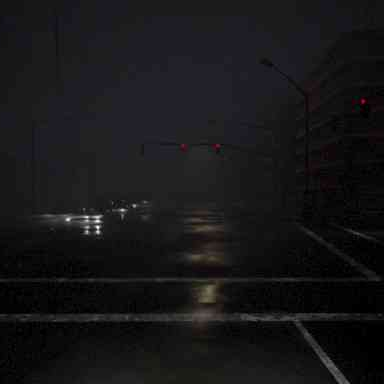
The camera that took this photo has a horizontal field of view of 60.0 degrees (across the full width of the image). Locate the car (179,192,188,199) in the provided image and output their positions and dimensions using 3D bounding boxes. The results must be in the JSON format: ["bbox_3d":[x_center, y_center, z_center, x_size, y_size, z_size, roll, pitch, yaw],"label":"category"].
[{"bbox_3d":[-1.887,0.742,75.821,2.033,1.411,5.357,0,1,1],"label":"car"}]

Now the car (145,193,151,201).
[{"bbox_3d":[-9.086,0.948,63.513,2.033,1.411,5.357,0,1,1],"label":"car"}]

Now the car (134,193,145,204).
[{"bbox_3d":[-9.274,1.132,52.978,2.033,1.411,5.357,0,1,1],"label":"car"}]

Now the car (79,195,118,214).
[{"bbox_3d":[-9.515,1.369,34.292,2.128,1.511,4.902,0,1,1],"label":"car"}]

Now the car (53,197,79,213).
[{"bbox_3d":[-13.003,1.346,35.359,1.882,1.535,5.008,0,1,1],"label":"car"}]

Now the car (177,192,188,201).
[{"bbox_3d":[-1.926,0.917,65.170,2.033,1.411,5.357,0,1,1],"label":"car"}]

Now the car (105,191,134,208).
[{"bbox_3d":[-9.397,1.106,43.333,2.097,1.767,4.553,0,1,1],"label":"car"}]

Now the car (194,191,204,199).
[{"bbox_3d":[1.613,0.556,75.829,2.097,1.767,4.553,0,1,1],"label":"car"}]

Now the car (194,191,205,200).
[{"bbox_3d":[1.581,0.855,65.439,2.128,1.511,4.902,0,1,1],"label":"car"}]
